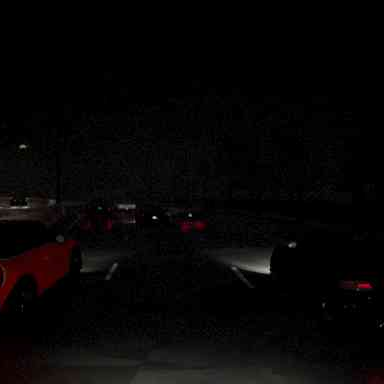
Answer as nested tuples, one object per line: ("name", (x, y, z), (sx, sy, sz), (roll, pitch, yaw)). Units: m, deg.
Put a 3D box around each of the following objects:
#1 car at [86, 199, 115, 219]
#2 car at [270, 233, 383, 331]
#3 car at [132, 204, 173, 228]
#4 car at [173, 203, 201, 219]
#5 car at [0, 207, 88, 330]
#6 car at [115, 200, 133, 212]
("car", (-8.140, 1.357, 29.141), (2.097, 1.767, 4.553), (0, 0, -17))
("car", (3.110, 1.552, 7.001), (1.994, 1.385, 4.181), (0, 0, -4))
("car", (-2.746, 1.558, 22.465), (1.994, 1.385, 4.181), (0, 0, -13))
("car", (-0.757, 1.587, 28.963), (1.895, 1.301, 4.718), (0, 0, -16))
("car", (-3.885, 1.358, 7.011), (2.097, 1.767, 4.553), (0, 0, -4))
("car", (-8.120, 1.600, 39.448), (1.895, 1.301, 4.718), (0, 0, -22))
